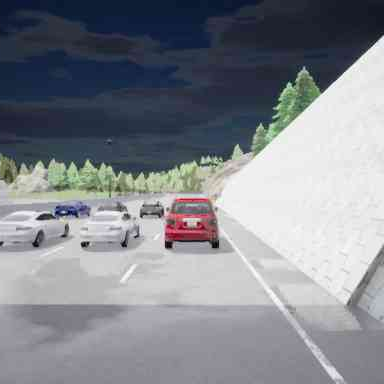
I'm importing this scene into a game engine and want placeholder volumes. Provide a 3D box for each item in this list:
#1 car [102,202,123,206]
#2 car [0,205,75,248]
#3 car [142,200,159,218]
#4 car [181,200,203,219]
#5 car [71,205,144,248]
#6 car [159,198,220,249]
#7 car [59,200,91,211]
[{"bbox_3d":[-7.000,1.560,29.668,2.033,1.411,5.357,0,0,0],"label":"car"},{"bbox_3d":[-7.000,1.530,14.668,1.812,1.442,4.674,0,0,0],"label":"car"},{"bbox_3d":[-3.500,1.492,29.668,2.128,1.511,4.902,0,0,0],"label":"car"},{"bbox_3d":[0.000,1.530,29.668,1.812,1.442,4.674,0,0,0],"label":"car"},{"bbox_3d":[-3.500,1.530,14.668,1.812,1.442,4.674,0,0,0],"label":"car"},{"bbox_3d":[0.000,1.255,14.698,2.150,2.045,5.566,0,0,0],"label":"car"},{"bbox_3d":[-10.500,1.482,29.668,1.882,1.535,5.008,0,0,0],"label":"car"}]
